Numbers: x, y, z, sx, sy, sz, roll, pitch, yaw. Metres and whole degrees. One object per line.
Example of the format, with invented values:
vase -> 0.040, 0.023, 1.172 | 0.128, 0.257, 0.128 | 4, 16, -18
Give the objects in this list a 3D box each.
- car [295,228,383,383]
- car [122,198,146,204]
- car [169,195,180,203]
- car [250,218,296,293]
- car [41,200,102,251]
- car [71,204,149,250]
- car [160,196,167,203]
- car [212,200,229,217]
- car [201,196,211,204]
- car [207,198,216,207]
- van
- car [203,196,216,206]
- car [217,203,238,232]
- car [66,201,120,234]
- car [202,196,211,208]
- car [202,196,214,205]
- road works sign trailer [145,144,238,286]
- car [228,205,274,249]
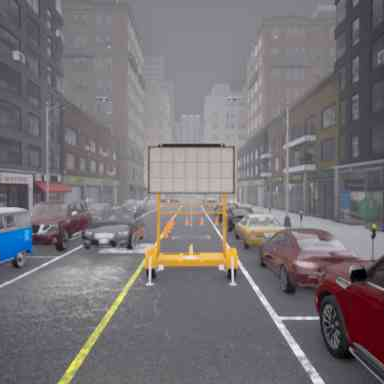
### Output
car -> 2.846, 1.312, 2.962 | 2.192, 1.841, 5.009 | -1, 0, 0
car -> -5.747, 1.406, 30.872 | 1.967, 1.590, 4.097 | -1, 0, 0
car -> -3.143, 1.430, 61.834 | 1.837, 1.490, 4.892 | 0, 0, 0
car -> 2.837, 1.574, 8.548 | 1.802, 1.307, 4.206 | -1, 0, 0
car -> -5.711, 1.301, 14.115 | 2.192, 1.841, 5.009 | -1, 0, 0
car -> -3.132, 1.477, 14.228 | 2.128, 1.511, 4.902 | 0, 0, 0
car -> -5.821, 1.457, 64.386 | 1.887, 1.381, 4.507 | -1, 0, 0
car -> 2.803, 1.539, 25.306 | 1.947, 1.339, 4.313 | -1, 0, 0
car -> 2.724, 1.494, 64.407 | 1.802, 1.307, 4.206 | -1, 0, 0
car -> 2.792, 1.517, 30.891 | 2.008, 1.369, 4.403 | -1, 0, 0
van -> -5.698, 1.333, 8.529 | 1.690, 1.788, 3.998 | -1, 0, 0
car -> 2.746, 1.458, 53.405 | 1.752, 1.417, 4.829 | -1, 0, 0
car -> 2.814, 1.545, 19.720 | 1.947, 1.339, 4.313 | -1, 0, 0
car -> -5.722, 1.420, 19.701 | 1.967, 1.590, 4.097 | -1, 0, 0
car -> 2.758, 1.493, 47.649 | 2.008, 1.369, 4.403 | -1, 0, 0
car -> 2.736, 1.488, 58.821 | 1.947, 1.339, 4.313 | -1, 0, 0
road works sign trailer -> -0.015, 0.455, 9.373 | 2.380, 3.560, 2.880 | 0, 0, 0
car -> 2.825, 1.511, 14.304 | 1.752, 1.417, 4.829 | -1, 0, 0
